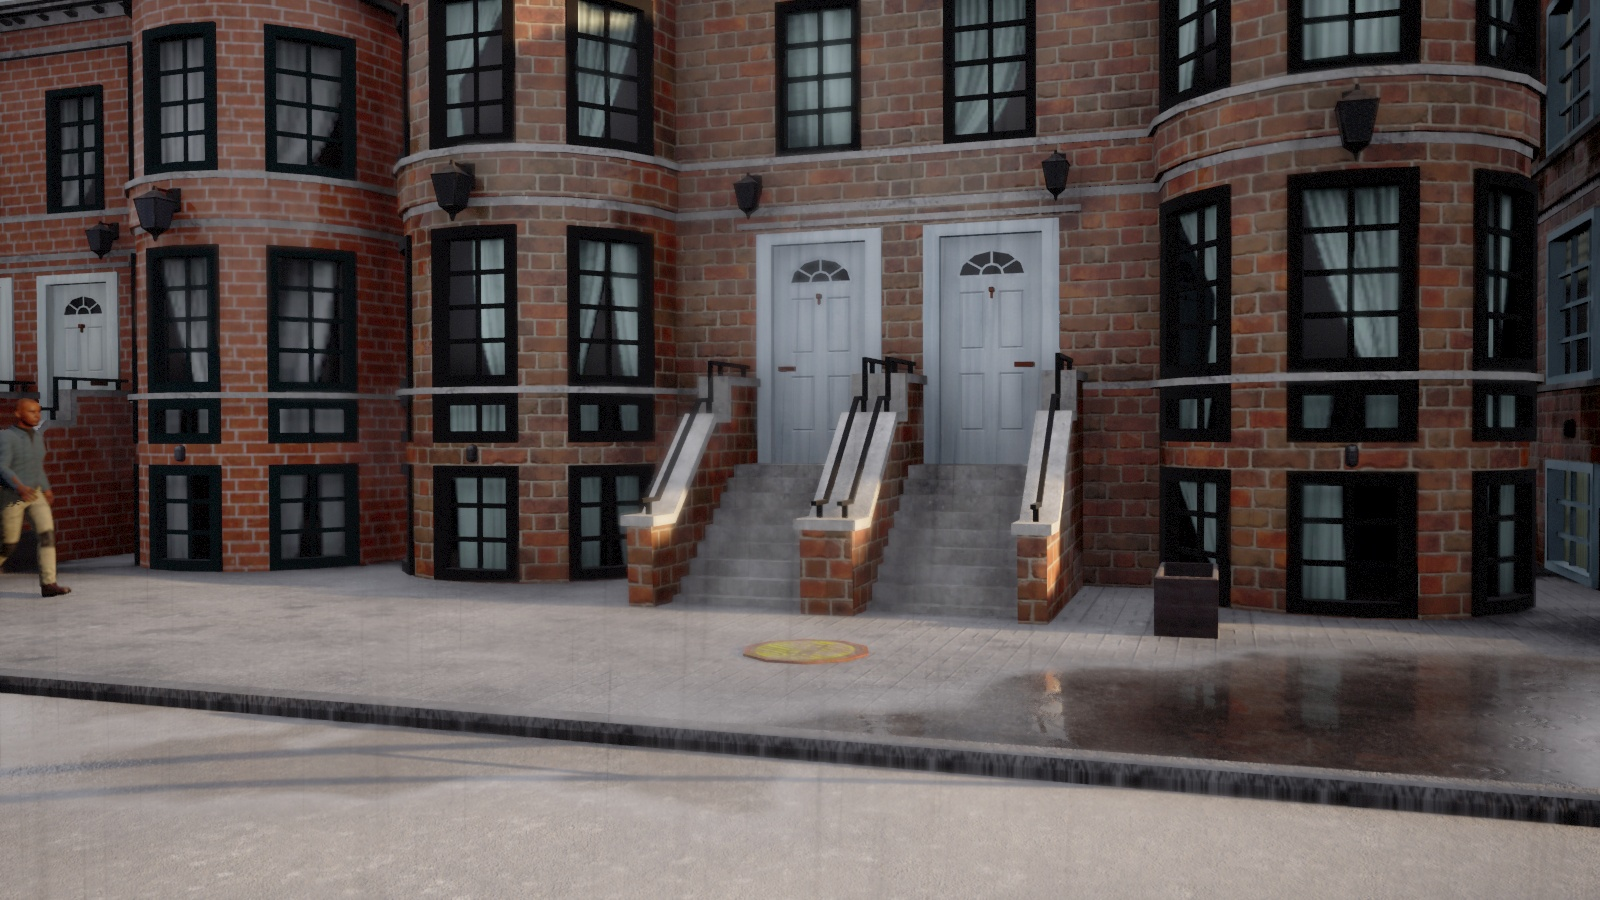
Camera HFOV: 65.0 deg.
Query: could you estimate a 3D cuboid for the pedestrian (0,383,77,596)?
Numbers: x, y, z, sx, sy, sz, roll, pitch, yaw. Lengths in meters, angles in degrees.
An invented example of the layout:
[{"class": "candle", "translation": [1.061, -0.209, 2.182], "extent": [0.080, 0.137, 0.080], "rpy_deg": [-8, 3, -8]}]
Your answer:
[{"class": "pedestrian", "translation": [-6.841, 0.333, 11.111], "extent": [0.726, 1.835, 0.370], "rpy_deg": [1, 1, 19]}]
